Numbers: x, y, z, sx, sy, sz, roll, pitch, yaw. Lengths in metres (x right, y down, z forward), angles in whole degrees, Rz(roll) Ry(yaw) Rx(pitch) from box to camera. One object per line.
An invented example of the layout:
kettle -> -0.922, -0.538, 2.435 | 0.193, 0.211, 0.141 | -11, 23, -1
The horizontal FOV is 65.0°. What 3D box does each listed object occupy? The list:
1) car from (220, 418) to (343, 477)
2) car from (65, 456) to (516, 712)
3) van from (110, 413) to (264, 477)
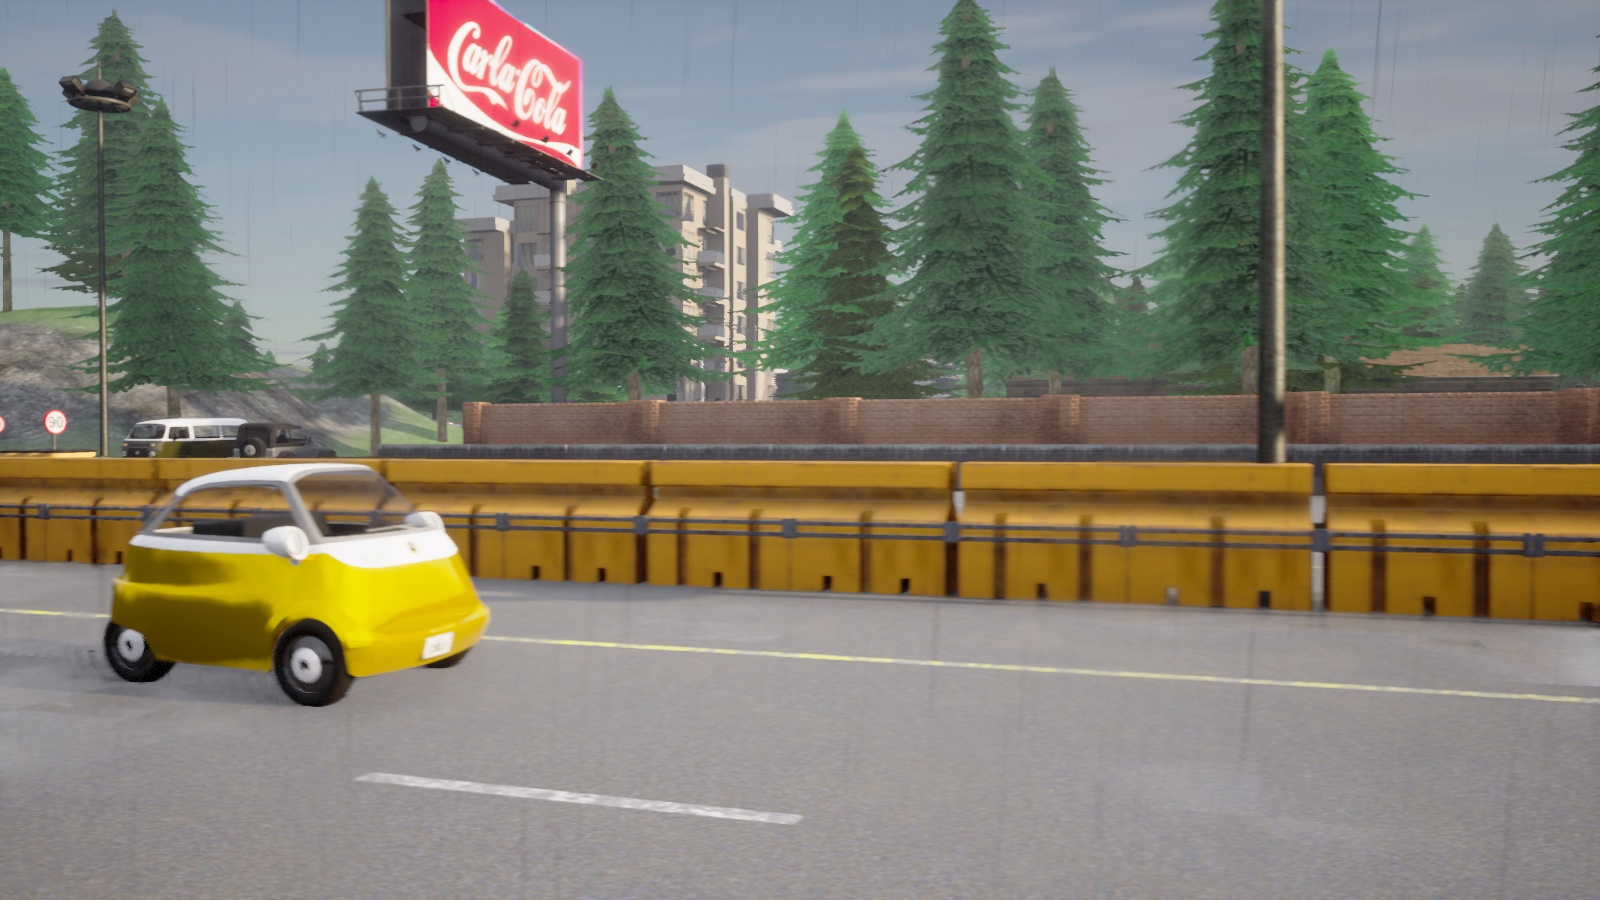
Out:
car -> -17.200, -0.121, 41.831 | 1.905, 1.878, 3.866 | 0, 1, 12
car -> -3.164, 0.742, 7.954 | 2.207, 1.376, 1.481 | 0, 1, 19
van -> -20.714, -0.219, 42.635 | 2.069, 2.038, 4.480 | 1, 2, 20
